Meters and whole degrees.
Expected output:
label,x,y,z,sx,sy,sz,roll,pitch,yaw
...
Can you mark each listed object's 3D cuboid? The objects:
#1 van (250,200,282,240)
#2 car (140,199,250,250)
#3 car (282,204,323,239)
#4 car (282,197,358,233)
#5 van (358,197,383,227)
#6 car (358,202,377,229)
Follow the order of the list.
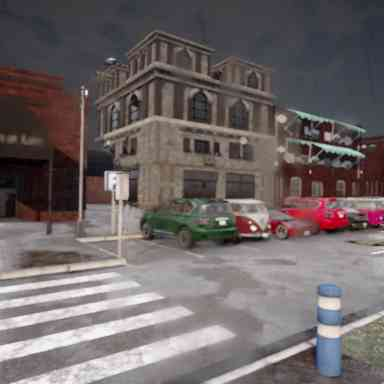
label,x,y,z,sx,sy,sz,roll,pitch,yaw
van,2.016,1.357,16.736,1.878,1.987,4.442,1,0,-35
car,-0.337,1.309,15.255,2.435,2.045,5.566,1,0,-35
car,4.338,1.635,18.483,2.163,1.488,4.792,1,0,-35
car,6.474,1.372,20.060,2.435,2.045,5.566,0,0,-35
van,11.062,1.431,23.414,1.878,1.987,4.442,0,0,-35
car,8.862,1.643,21.704,2.231,1.521,4.892,0,0,-35
